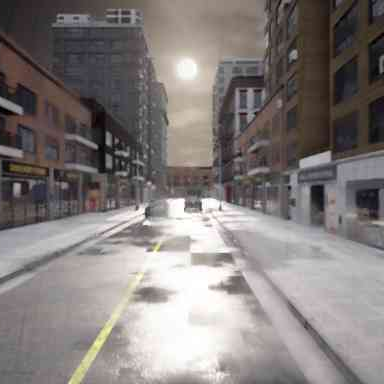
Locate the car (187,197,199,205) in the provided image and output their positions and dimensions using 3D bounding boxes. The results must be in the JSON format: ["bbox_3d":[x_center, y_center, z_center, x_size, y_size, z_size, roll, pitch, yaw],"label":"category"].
[{"bbox_3d":[0.100,1.444,54.378,1.895,1.301,4.718,0,0,0],"label":"car"}]

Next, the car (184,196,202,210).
[{"bbox_3d":[0.103,1.223,40.374,2.097,1.767,4.553,0,0,-1],"label":"car"}]

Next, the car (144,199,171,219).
[{"bbox_3d":[-2.836,1.405,27.731,1.837,1.490,4.892,0,0,0],"label":"car"}]
